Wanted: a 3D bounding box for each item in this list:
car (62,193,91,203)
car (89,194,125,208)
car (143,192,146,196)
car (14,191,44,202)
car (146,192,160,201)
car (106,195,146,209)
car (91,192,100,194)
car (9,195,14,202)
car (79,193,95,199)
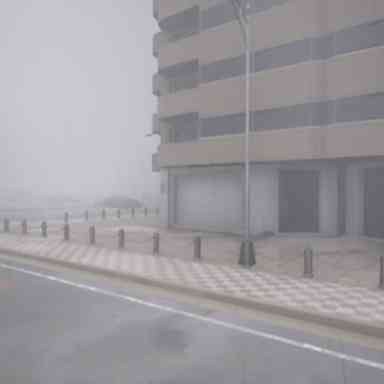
[{"bbox_3d":[-21.984,1.171,63.514,1.970,1.475,3.806,0,0,35],"label":"car"},{"bbox_3d":[-10.929,1.368,45.069,2.128,1.511,4.902,0,0,35],"label":"car"},{"bbox_3d":[-9.736,0.946,76.258,1.905,1.878,3.866,0,0,35],"label":"car"},{"bbox_3d":[-35.867,0.843,73.144,1.932,1.855,4.605,0,0,35],"label":"car"},{"bbox_3d":[-7.398,0.958,74.551,1.932,1.855,4.605,0,0,35],"label":"car"},{"bbox_3d":[-8.417,1.458,42.554,1.994,1.385,4.181,0,0,35],"label":"car"},{"bbox_3d":[-25.821,0.845,87.499,1.905,1.878,3.866,0,0,35],"label":"car"},{"bbox_3d":[-38.202,1.038,74.861,1.784,1.438,3.905,0,0,35],"label":"car"},{"bbox_3d":[-28.186,1.069,89.171,1.970,1.475,3.806,0,0,35],"label":"car"}]
